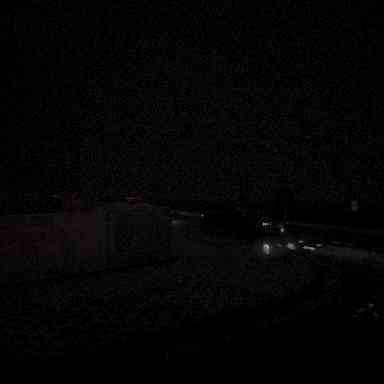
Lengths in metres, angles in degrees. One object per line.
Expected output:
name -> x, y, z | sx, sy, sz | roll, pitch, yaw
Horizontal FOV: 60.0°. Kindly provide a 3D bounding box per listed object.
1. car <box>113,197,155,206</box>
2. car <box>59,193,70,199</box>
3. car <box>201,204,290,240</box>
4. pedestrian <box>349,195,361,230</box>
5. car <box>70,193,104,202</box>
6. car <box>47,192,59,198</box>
car -> -4.444, 1.165, 25.678 | 1.882, 1.535, 5.008 | 0, 0, -36
car -> -17.648, 0.878, 49.067 | 1.812, 1.442, 4.674 | 0, 1, -36
car -> 2.443, 1.332, 16.111 | 2.128, 1.511, 4.902 | 0, 0, -36
pedestrian -> 8.609, 1.050, 17.587 | 0.375, 1.860, 0.375 | 1, -1, -36
car -> -10.685, 1.025, 34.375 | 1.882, 1.535, 5.008 | 0, 1, -36
car -> -23.376, 0.767, 57.024 | 2.033, 1.411, 5.357 | 0, 1, -36
